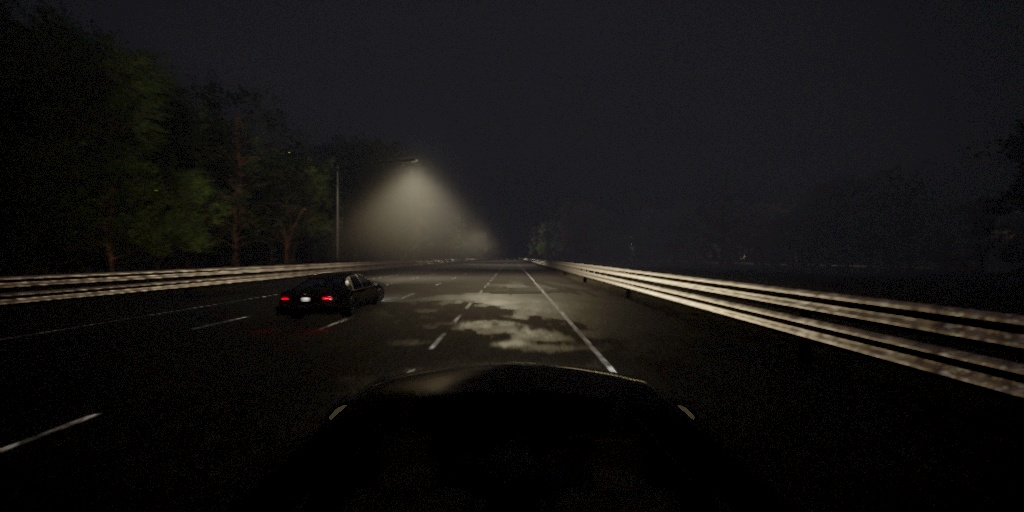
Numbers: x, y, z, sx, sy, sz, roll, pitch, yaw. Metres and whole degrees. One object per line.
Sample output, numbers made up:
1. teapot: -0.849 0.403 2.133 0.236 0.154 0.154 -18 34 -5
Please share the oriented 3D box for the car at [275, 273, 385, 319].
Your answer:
1. car: -6.179 1.311 12.911 2.033 1.411 5.357 0 0 -4
